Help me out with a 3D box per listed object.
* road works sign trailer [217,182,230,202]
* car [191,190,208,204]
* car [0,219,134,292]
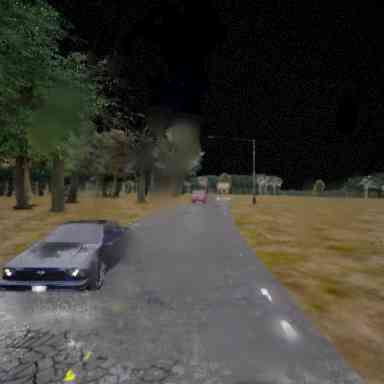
[{"bbox_3d":[5.727,-0.045,60.837,2.380,3.560,2.880,0,1,7],"label":"road works sign trailer"},{"bbox_3d":[1.202,0.787,52.174,2.150,2.045,5.566,0,1,9],"label":"car"},{"bbox_3d":[-2.916,1.491,9.163,2.033,1.411,5.357,0,0,2],"label":"car"}]
